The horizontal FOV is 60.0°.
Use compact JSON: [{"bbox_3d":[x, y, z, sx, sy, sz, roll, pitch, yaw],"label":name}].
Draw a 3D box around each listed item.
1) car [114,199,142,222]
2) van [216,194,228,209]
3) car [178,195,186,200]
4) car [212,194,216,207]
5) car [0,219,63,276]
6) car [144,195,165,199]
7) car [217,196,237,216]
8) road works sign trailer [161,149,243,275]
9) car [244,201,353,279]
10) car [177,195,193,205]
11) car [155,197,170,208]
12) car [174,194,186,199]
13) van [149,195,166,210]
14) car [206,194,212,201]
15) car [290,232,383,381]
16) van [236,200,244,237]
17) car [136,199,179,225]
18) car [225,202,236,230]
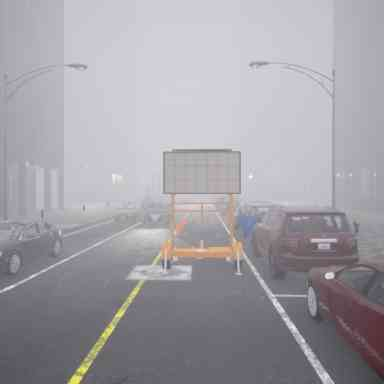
[{"bbox_3d":[-4.955,1.524,26.583,1.752,1.417,4.829,0,0,2],"label":"car"},{"bbox_3d":[3.926,1.340,37.516,1.690,1.788,3.998,0,0,2],"label":"van"},{"bbox_3d":[-2.876,1.600,92.670,1.947,1.339,4.313,0,0,2],"label":"car"},{"bbox_3d":[4.098,1.314,43.039,2.192,1.841,5.009,0,0,2],"label":"car"},{"bbox_3d":[-5.472,1.550,10.186,2.008,1.369,4.403,0,0,2],"label":"car"},{"bbox_3d":[-4.602,1.313,37.797,2.192,1.841,5.009,0,0,2],"label":"car"},{"bbox_3d":[3.754,1.439,31.994,1.967,1.590,4.097,0,0,2],"label":"car"},{"bbox_3d":[0.311,0.463,10.457,2.380,3.560,2.880,0,0,2],"label":"road works sign trailer"},{"bbox_3d":[3.065,1.314,9.903,2.192,1.841,5.009,0,0,2],"label":"car"},{"bbox_3d":[-1.149,1.611,59.498,1.895,1.301,4.718,0,0,2],"label":"car"},{"bbox_3d":[-4.258,1.525,48.671,1.752,1.417,4.829,0,0,2],"label":"car"},{"bbox_3d":[-3.231,1.336,81.389,2.192,1.841,5.009,0,0,2],"label":"car"},{"bbox_3d":[-4.427,1.340,43.319,1.690,1.788,3.998,0,0,2],"label":"van"},{"bbox_3d":[5.290,1.336,81.112,2.192,1.841,5.009,0,0,2],"label":"car"},{"bbox_3d":[2.893,1.544,4.380,1.887,1.381,4.507,0,0,2],"label":"car"},{"bbox_3d":[3.237,1.340,15.425,1.690,1.788,3.998,0,0,2],"label":"van"},{"bbox_3d":[-2.357,1.490,24.249,2.128,1.511,4.902,0,0,2],"label":"car"},{"bbox_3d":[3.410,1.550,20.949,2.008,1.369,4.403,0,0,2],"label":"car"}]
